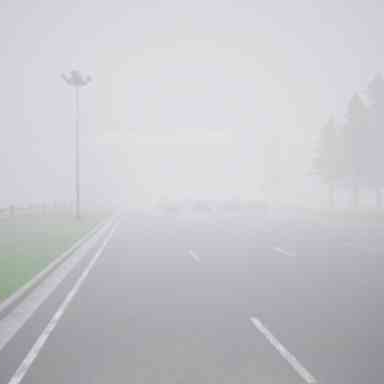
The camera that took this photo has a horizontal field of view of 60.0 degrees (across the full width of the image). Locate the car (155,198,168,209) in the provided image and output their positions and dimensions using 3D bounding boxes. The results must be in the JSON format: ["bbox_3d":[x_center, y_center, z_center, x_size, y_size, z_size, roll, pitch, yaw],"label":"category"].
[{"bbox_3d":[-4.293,1.617,49.487,2.097,1.767,4.553,0,0,-9],"label":"car"}]

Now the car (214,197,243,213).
[{"bbox_3d":[4.336,1.623,40.134,1.882,1.535,5.008,0,0,-9],"label":"car"}]

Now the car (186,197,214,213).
[{"bbox_3d":[0.883,1.652,39.564,1.882,1.535,5.008,0,0,-9],"label":"car"}]

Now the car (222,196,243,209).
[{"bbox_3d":[6.130,1.529,50.800,2.097,1.767,4.553,0,0,-9],"label":"car"}]

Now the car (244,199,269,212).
[{"bbox_3d":[7.803,1.608,40.621,2.128,1.511,4.902,0,0,-9],"label":"car"}]

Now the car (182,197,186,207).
[{"bbox_3d":[-0.824,1.588,49.955,2.097,1.767,4.553,0,0,-9],"label":"car"}]

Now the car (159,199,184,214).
[{"bbox_3d":[-2.511,1.803,38.944,1.895,1.301,4.718,0,0,-9],"label":"car"}]

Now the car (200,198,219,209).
[{"bbox_3d":[2.625,1.715,50.556,1.837,1.490,4.892,0,0,-9],"label":"car"}]
